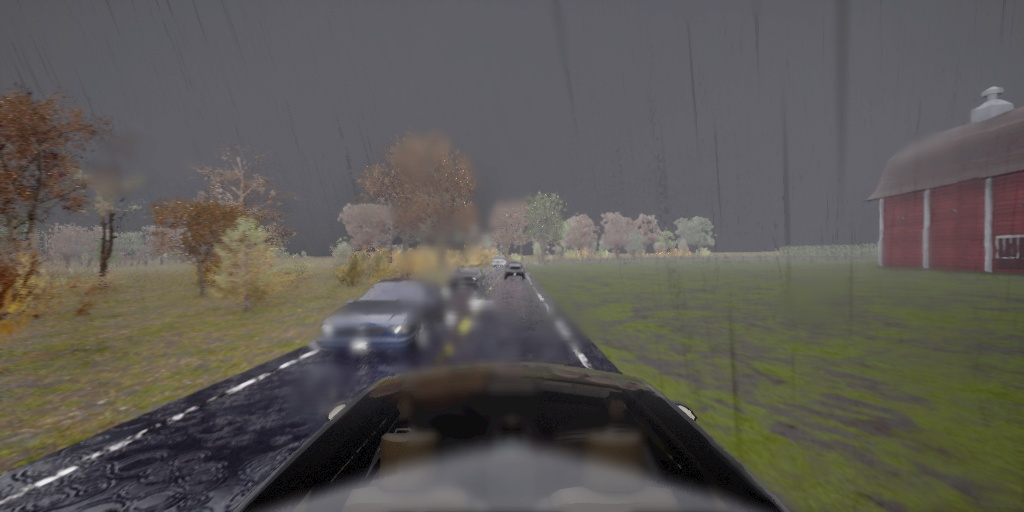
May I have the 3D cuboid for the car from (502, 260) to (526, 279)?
[{"bbox_3d":[0.250,1.303,32.947,1.837,1.490,4.892,0,0,0],"label":"car"}]

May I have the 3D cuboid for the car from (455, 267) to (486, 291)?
[{"bbox_3d":[-2.728,1.376,22.095,1.895,1.301,4.718,0,0,1],"label":"car"}]

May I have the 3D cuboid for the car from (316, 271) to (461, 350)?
[{"bbox_3d":[-2.816,1.302,9.361,2.033,1.411,5.357,0,0,0],"label":"car"}]

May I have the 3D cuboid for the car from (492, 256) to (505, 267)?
[{"bbox_3d":[-2.342,0.993,64.919,2.150,2.045,5.566,0,0,3],"label":"car"}]
